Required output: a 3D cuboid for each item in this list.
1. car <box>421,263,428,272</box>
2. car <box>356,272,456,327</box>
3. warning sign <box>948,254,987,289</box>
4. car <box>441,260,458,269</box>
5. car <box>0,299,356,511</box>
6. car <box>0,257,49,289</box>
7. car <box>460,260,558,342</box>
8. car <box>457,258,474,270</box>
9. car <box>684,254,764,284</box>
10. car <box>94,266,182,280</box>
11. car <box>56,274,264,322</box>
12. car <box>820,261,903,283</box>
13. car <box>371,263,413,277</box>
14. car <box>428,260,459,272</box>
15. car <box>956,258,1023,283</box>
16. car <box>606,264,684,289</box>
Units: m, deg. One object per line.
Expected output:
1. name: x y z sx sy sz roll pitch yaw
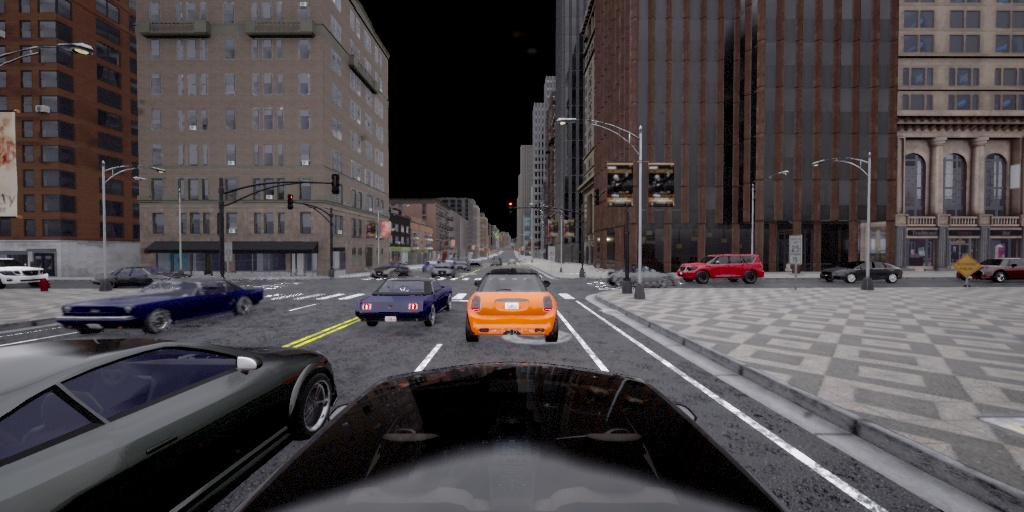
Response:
1. car: -9.870 1.297 44.721 1.812 1.442 4.674 0 0 0
2. car: -3.154 1.350 11.561 1.895 1.301 4.718 0 0 0
3. warning sign: 25.168 0.827 19.830 1.060 1.860 1.300 0 0 0
4. car: -9.876 1.304 56.687 1.812 1.442 4.674 0 0 0
5. car: -3.158 1.314 2.742 1.994 1.385 4.181 0 0 1
6. car: -34.311 1.105 23.613 5.566 2.045 2.150 0 1 0
7. car: 0.006 1.101 9.911 2.097 1.767 4.553 0 0 0
8. car: -6.621 1.338 47.505 1.994 1.385 4.181 0 0 0
9. car: 14.827 0.876 25.589 5.566 2.045 2.150 0 1 0
10. car: -24.119 1.397 23.563 5.357 1.411 2.033 0 1 0
11. car: -9.855 1.350 10.667 1.895 1.301 4.718 0 0 0
12. car: 24.882 1.119 25.632 4.892 1.490 1.837 0 1 0
13. car: -10.697 1.325 32.199 1.994 1.385 4.181 0 0 15
14. car: -6.262 1.325 33.210 1.994 1.385 4.181 0 0 -5
15. car: 35.001 0.926 25.667 4.553 1.767 2.097 0 1 0
16. car: 8.091 1.294 22.524 4.181 1.385 1.994 0 1 3
